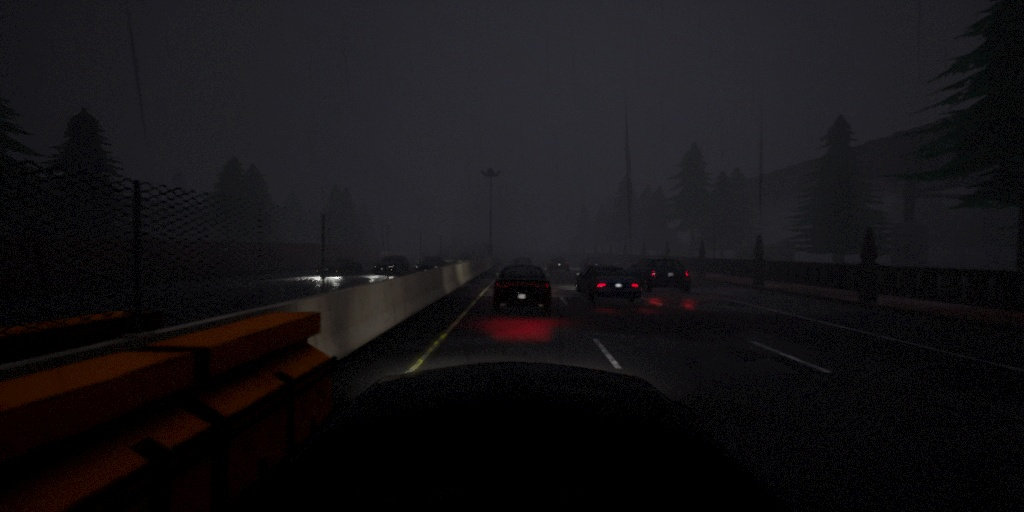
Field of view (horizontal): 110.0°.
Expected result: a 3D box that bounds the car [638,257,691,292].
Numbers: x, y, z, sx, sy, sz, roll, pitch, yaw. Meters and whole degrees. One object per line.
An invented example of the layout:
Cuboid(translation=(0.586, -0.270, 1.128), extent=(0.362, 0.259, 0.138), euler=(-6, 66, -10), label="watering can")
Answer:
Cuboid(translation=(7.564, 0.852, 19.053), extent=(2.097, 1.767, 4.553), euler=(0, 1, 2), label="car")

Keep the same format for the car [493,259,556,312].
Cuboid(translation=(0.384, 1.028, 13.231), extent=(1.882, 1.535, 5.008), euler=(0, 1, 2), label="car")

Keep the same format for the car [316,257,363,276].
Cuboid(translation=(-13.390, 0.754, 28.024), extent=(1.994, 1.385, 4.181), euler=(0, 1, 2), label="car")

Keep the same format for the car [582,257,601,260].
Cuboid(translation=(8.046, 0.772, 35.893), extent=(1.994, 1.385, 4.181), euler=(0, 1, 2), label="car")

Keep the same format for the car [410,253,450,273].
Cuboid(translation=(-6.364, 0.753, 28.820), extent=(1.812, 1.442, 4.674), euler=(0, 1, 2), label="car")

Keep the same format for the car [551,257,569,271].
Cuboid(translation=(4.549, 0.745, 35.997), extent=(1.994, 1.385, 4.181), euler=(0, 1, 2), label="car")

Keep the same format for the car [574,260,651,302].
Cuboid(translation=(3.959, 1.083, 15.555), extent=(2.033, 1.411, 5.357), euler=(0, 1, 2), label="car")

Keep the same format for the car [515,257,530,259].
Cuboid(translation=(0.893, 0.795, 30.646), extent=(2.033, 1.411, 5.357), euler=(0, 1, 2), label="car")

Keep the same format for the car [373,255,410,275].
Cuboid(translation=(-9.843, 0.692, 29.670), extent=(1.837, 1.490, 4.892), euler=(0, 1, 1), label="car")
